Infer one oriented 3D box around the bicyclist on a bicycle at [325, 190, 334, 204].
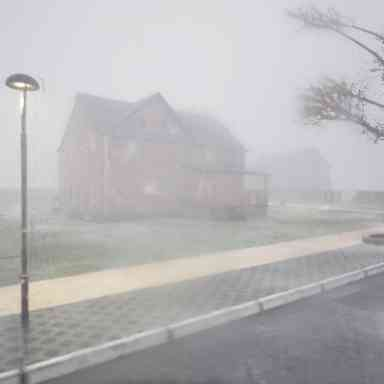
[{"bbox_3d":[16.599,0.587,39.992,1.656,1.620,0.582,0,1,-30],"label":"bicyclist on a bicycle"}]
